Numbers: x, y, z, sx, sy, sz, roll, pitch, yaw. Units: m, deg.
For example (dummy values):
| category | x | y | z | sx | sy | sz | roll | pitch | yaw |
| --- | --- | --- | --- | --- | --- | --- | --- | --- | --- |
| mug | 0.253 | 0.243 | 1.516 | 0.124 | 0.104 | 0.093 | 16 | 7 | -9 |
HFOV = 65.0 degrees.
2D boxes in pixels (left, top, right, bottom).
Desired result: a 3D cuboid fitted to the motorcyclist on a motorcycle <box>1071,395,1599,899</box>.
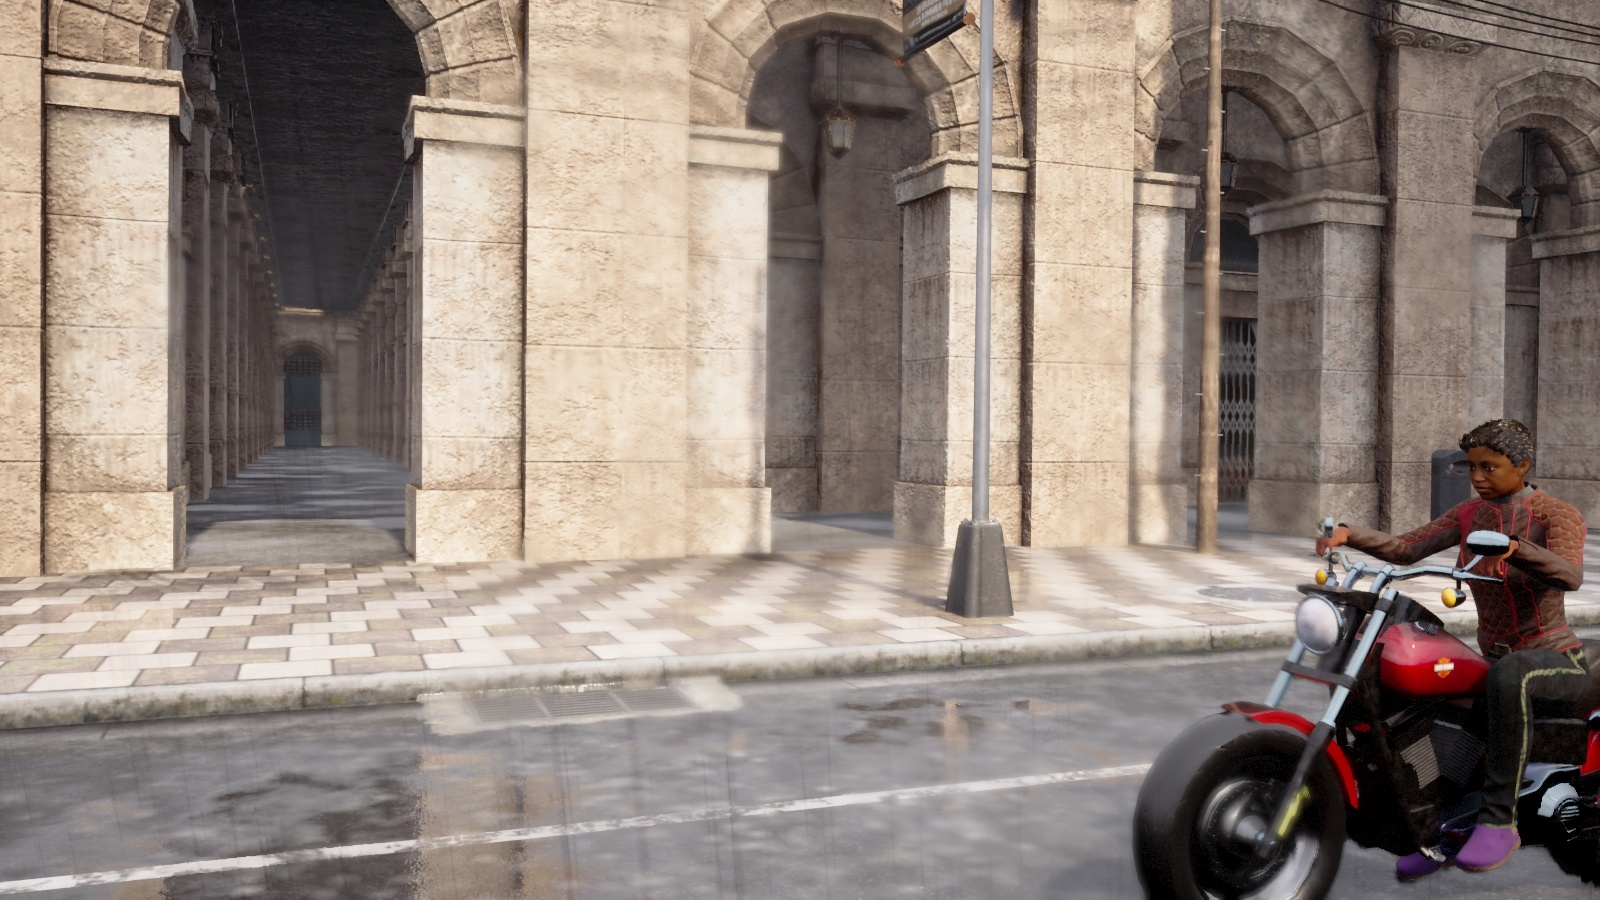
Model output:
| category | x | y | z | sx | sy | sz | roll | pitch | yaw |
| --- | --- | --- | --- | --- | --- | --- | --- | --- | --- |
| motorcyclist on a motorcycle | 2.107 | 0.660 | 4.062 | 2.350 | 1.649 | 0.766 | -1 | 1 | -21 |
